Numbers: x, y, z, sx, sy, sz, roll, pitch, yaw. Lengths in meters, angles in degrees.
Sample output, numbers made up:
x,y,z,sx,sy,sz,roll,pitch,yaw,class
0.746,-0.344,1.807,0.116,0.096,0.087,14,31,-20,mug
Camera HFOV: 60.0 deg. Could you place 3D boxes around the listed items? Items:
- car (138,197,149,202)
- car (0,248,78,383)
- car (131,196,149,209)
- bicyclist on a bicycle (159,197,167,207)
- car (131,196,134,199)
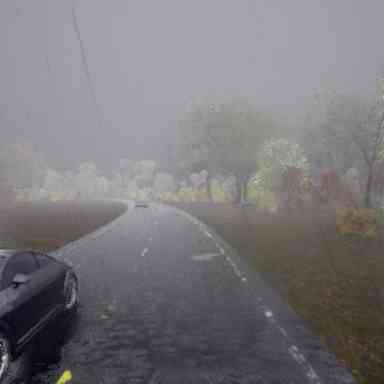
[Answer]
x,y,z,sx,sy,sz,roll,pitch,yaw,class
-11.741,1.785,80.547,1.895,1.301,4.718,0,0,-17,car
-3.209,1.584,4.922,1.994,1.385,4.181,0,0,-1,car
-7.164,1.681,47.027,2.033,1.411,5.357,0,0,-9,car
-4.385,1.579,53.649,0.866,1.612,1.509,0,-1,-11,bicyclist on a bicycle
-16.056,1.760,94.108,1.895,1.301,4.718,0,0,-20,car
